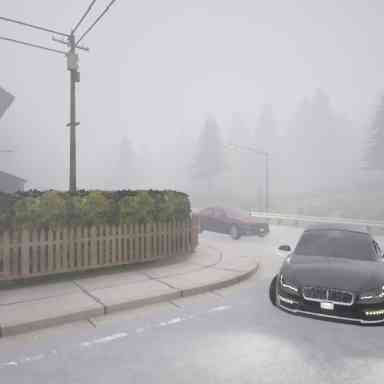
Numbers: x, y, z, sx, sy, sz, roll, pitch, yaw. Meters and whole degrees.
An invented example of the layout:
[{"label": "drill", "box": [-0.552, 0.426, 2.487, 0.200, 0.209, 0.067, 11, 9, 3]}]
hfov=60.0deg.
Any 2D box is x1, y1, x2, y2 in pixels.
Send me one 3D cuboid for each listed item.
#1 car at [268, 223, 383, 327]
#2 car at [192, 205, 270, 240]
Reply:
[{"label": "car", "box": [3.168, 1.505, 7.304, 1.837, 1.490, 4.892, 0, 0, 27]}, {"label": "car", "box": [1.870, 1.478, 17.440, 1.882, 1.535, 5.008, 0, 0, -33]}]
